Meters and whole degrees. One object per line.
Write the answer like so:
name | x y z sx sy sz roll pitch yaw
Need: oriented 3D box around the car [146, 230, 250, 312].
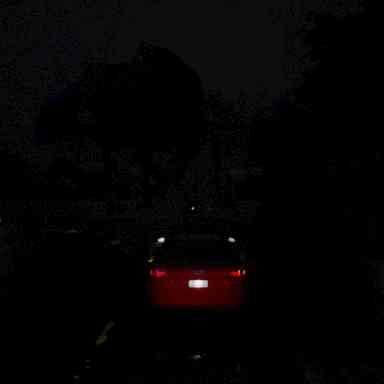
car | 0.110 1.571 7.803 1.994 1.385 4.181 0 0 0

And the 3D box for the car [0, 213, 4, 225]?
car | -13.161 1.315 18.535 4.902 1.511 2.128 1 -1 -1

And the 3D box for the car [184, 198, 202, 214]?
car | 0.093 1.691 36.730 1.994 1.385 4.181 0 0 0

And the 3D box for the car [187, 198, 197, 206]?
car | -0.007 1.913 63.343 1.837 1.490 4.892 0 0 0
